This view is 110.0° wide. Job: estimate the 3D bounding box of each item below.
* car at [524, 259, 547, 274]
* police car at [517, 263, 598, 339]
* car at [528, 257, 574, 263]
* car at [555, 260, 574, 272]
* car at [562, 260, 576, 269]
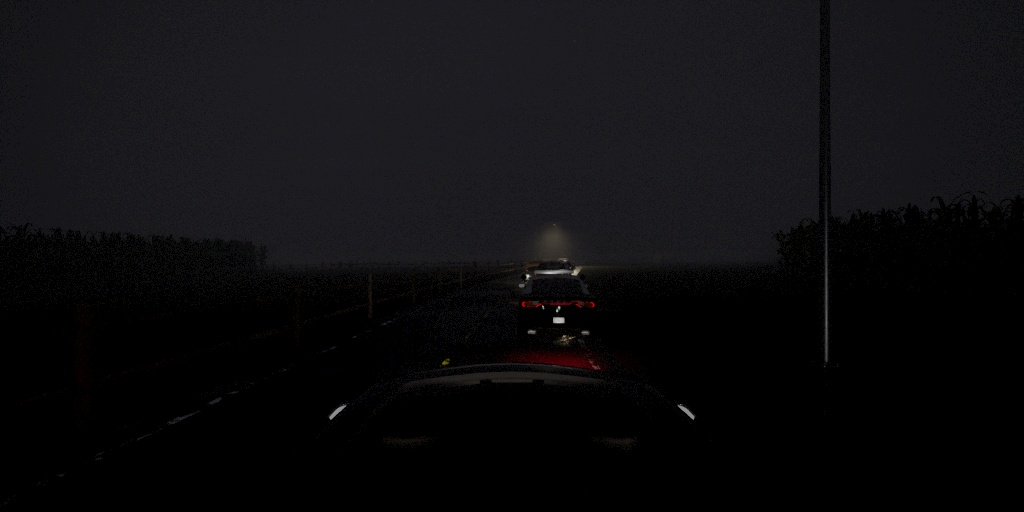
[{"bbox_3d":[2.698,1.192,40.833,1.882,1.535,5.008,0,0,12],"label":"car"},{"bbox_3d":[1.197,1.173,10.268,1.930,1.638,5.238,0,0,4],"label":"police car"},{"bbox_3d":[2.257,1.089,19.917,2.097,1.767,4.553,0,0,8],"label":"car"},{"bbox_3d":[6.719,1.270,45.860,1.994,1.385,4.181,0,0,13],"label":"car"},{"bbox_3d":[8.858,1.293,55.709,1.895,1.301,4.718,0,0,12],"label":"car"}]
